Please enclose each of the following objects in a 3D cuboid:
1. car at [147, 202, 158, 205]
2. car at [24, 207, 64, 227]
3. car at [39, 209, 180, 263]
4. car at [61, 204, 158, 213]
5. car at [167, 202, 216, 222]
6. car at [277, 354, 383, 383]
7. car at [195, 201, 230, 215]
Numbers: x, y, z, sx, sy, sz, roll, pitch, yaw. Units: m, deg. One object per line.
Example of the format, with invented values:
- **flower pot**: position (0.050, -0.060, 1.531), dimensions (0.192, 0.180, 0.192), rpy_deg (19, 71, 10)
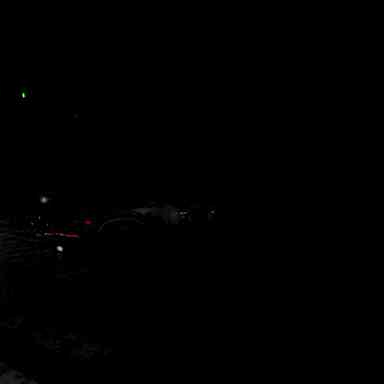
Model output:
- **car**: position (-3.406, 1.653, 29.486), dimensions (1.812, 1.442, 4.674), rpy_deg (1, 0, 35)
- **car**: position (-8.542, 1.652, 22.229), dimensions (1.895, 1.301, 4.718), rpy_deg (1, 0, 35)
- **car**: position (-2.942, 1.656, 12.922), dimensions (2.128, 1.511, 4.902), rpy_deg (1, 0, 35)
- **car**: position (-3.856, 1.629, 17.253), dimensions (2.128, 1.511, 4.902), rpy_deg (1, 0, 35)
- **car**: position (0.023, 1.677, 28.706), dimensions (2.128, 1.511, 4.902), rpy_deg (1, 0, 35)
- **car**: position (2.408, 1.545, 1.243), dimensions (4.507, 1.381, 1.887), rpy_deg (0, 1, 35)
- **car**: position (2.348, 1.777, 37.596), dimensions (1.994, 1.385, 4.181), rpy_deg (1, 0, 36)
